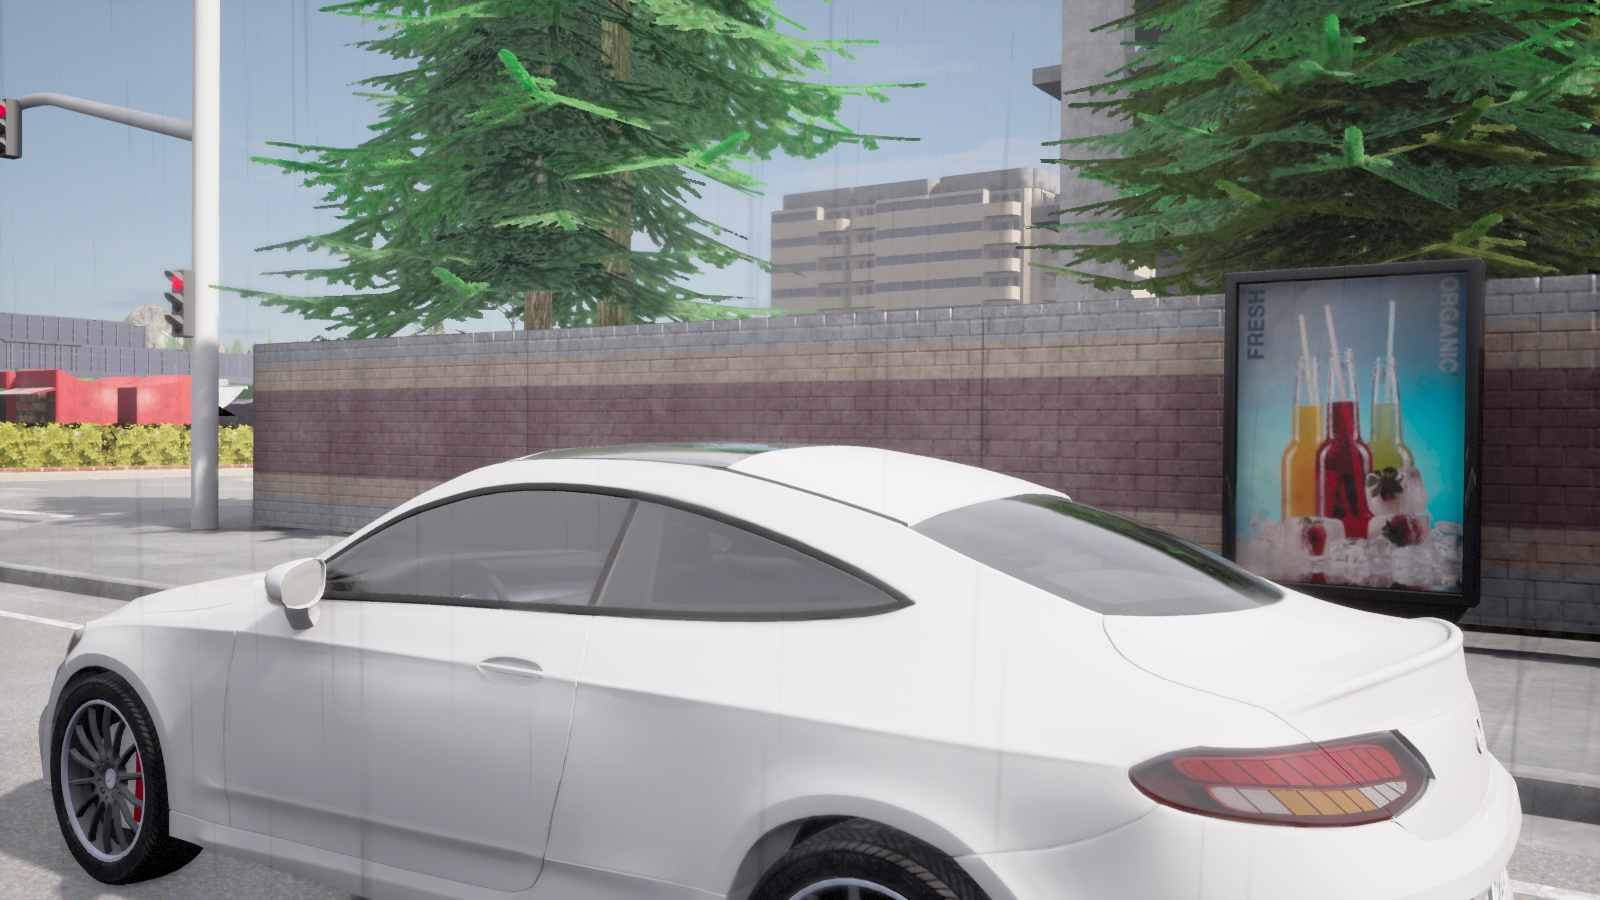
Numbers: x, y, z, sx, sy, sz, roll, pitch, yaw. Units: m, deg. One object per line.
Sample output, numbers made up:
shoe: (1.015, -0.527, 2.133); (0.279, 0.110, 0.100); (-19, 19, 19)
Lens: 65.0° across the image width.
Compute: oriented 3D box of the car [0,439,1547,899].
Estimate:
car: (-0.437, 0.708, 3.913); (4.674, 1.442, 1.812); (0, 1, 33)
